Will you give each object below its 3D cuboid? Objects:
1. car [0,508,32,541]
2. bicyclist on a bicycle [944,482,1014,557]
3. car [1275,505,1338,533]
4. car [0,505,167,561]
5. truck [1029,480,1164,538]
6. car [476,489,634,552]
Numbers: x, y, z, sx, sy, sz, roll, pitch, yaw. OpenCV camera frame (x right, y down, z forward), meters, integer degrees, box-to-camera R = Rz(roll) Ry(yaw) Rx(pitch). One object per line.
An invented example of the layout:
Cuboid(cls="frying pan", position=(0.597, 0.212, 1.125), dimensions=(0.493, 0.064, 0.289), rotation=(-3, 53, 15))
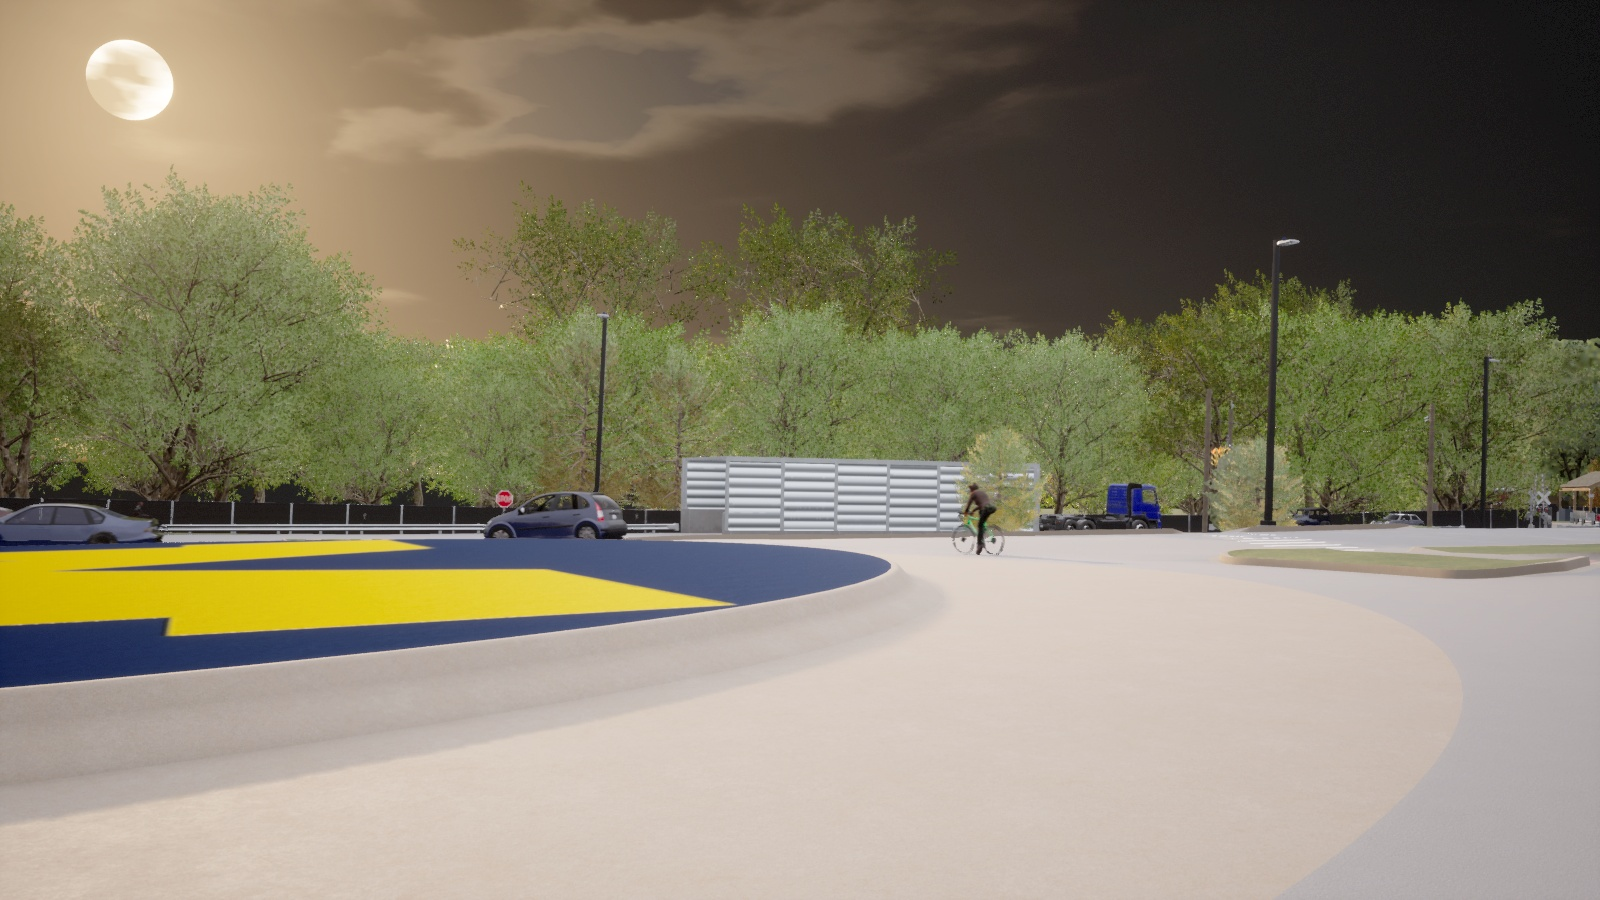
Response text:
Cuboid(cls="car", position=(-37.652, 3.369, 56.917), dimensions=(4.674, 1.442, 1.812), rotation=(1, -1, -27))
Cuboid(cls="bicyclist on a bicycle", position=(4.009, 1.549, 28.191), dimensions=(0.582, 1.620, 1.656), rotation=(2, -3, -35))
Cuboid(cls="car", position=(35.741, 4.847, 88.591), dimensions=(3.866, 1.878, 1.905), rotation=(1, -1, -21))
Cuboid(cls="car", position=(-20.528, 2.258, 34.521), dimensions=(5.357, 1.411, 2.033), rotation=(2, -1, -20))
Cuboid(cls="truck", position=(18.536, 3.649, 78.379), dimensions=(7.936, 3.462, 2.891), rotation=(1, -1, -22))
Cuboid(cls="car", position=(-7.032, 2.019, 36.097), dimensions=(3.988, 1.617, 1.851), rotation=(-3, -3, 16))
